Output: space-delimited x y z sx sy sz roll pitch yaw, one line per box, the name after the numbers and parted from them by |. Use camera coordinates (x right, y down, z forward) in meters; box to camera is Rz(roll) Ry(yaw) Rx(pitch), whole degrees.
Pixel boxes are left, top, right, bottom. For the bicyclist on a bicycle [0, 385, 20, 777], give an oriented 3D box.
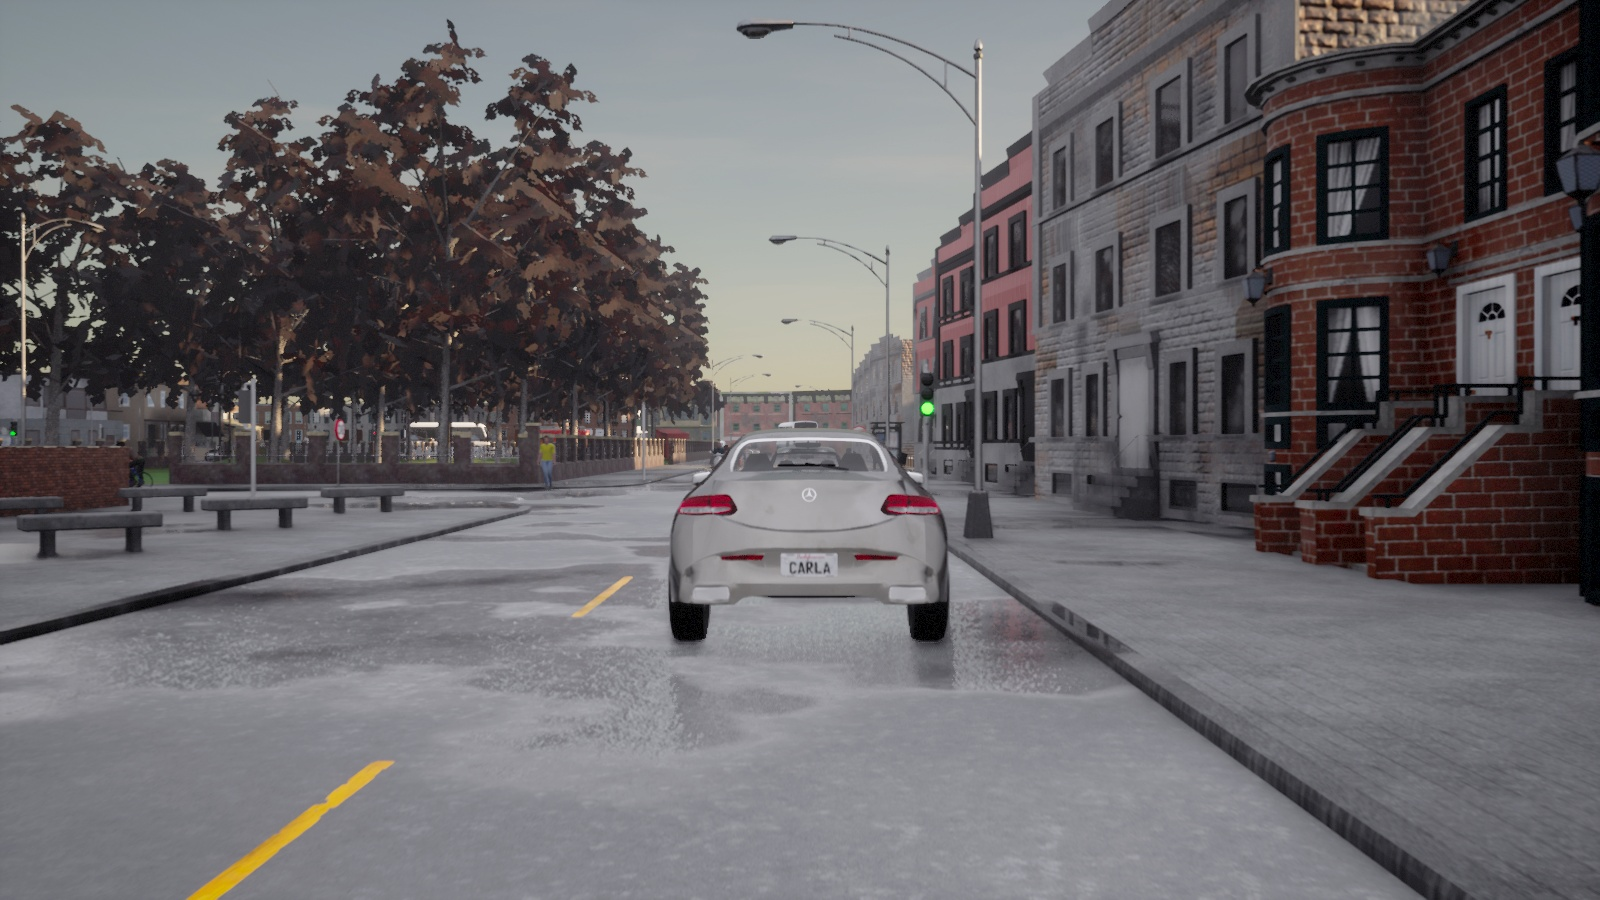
-3.957 0.594 4.910 0.659 1.776 1.843 0 0 0 | bicyclist on a bicycle

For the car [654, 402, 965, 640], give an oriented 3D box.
0.073 0.481 11.214 2.152 1.651 5.027 0 0 0 | car

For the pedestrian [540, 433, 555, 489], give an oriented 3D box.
-8.367 0.360 41.635 0.354 1.836 0.706 0 0 2 | pedestrian
